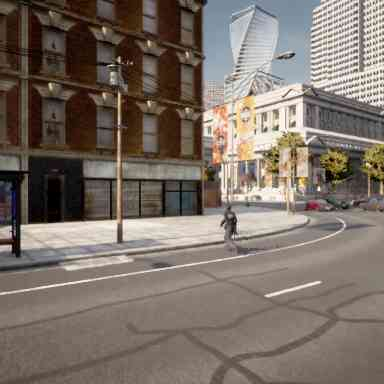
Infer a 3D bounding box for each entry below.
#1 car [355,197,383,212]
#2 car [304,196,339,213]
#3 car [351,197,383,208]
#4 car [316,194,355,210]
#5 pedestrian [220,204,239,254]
[{"bbox_3d":[21.593,1.546,38.520,2.033,1.411,5.357,0,0,-3],"label":"car"},{"bbox_3d":[14.445,1.524,37.932,1.812,1.442,4.674,0,0,-4],"label":"car"},{"bbox_3d":[26.406,1.518,50.033,2.002,1.452,4.674,0,0,-16],"label":"car"},{"bbox_3d":[17.575,1.220,42.105,2.150,2.045,5.566,0,0,-9],"label":"car"},{"bbox_3d":[1.388,1.294,12.254,0.375,1.860,0.375,0,0,-38],"label":"pedestrian"}]
